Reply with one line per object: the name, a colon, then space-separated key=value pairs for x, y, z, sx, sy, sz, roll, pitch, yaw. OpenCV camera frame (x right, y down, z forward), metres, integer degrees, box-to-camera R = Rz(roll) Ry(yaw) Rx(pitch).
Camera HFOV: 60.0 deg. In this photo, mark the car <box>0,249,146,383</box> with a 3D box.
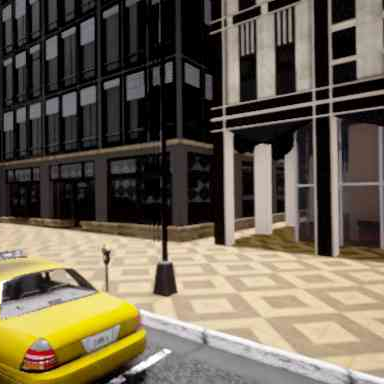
car: x=-2.839 y=1.526 z=4.873 sx=4.829 sy=1.417 sz=1.752 roll=0 pitch=-1 yaw=36
